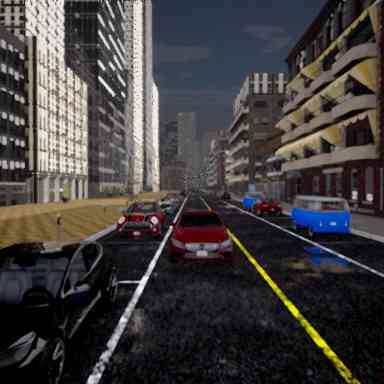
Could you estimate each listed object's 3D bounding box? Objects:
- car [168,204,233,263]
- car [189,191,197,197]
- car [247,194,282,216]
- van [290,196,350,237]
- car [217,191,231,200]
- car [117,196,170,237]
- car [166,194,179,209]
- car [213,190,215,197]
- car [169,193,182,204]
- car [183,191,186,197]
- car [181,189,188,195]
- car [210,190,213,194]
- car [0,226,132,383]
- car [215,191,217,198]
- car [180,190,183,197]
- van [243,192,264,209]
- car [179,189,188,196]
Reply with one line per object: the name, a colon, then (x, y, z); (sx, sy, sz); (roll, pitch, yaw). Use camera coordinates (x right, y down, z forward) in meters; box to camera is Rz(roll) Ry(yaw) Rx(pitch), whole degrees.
car: (0.266, 1.357, 11.351); (1.812, 1.442, 4.674); (0, 1, 0)
car: (0.356, 0.382, 81.683); (1.812, 1.442, 4.674); (0, 1, 0)
car: (6.043, 1.150, 27.122); (1.887, 1.381, 4.507); (0, 1, 0)
van: (6.043, 1.104, 16.075); (1.690, 1.788, 3.998); (0, 1, 0)
car: (6.043, 0.709, 60.257); (1.947, 1.339, 4.313); (0, 1, 0)
car: (-2.338, 1.201, 16.078); (1.967, 1.590, 4.097); (0, 1, 0)
car: (-2.338, 1.154, 27.122); (2.008, 1.369, 4.403); (0, 1, 0)
car: (6.041, 0.518, 71.471); (1.752, 1.417, 4.829); (0, 1, 0)
car: (-2.338, 1.076, 32.645); (2.008, 1.369, 4.403); (0, 1, 0)
car: (-2.338, 0.858, 49.213); (1.947, 1.339, 4.313); (0, 1, 0)
car: (-2.339, 0.414, 82.347); (1.947, 1.339, 4.313); (0, 1, 0)
car: (6.041, 0.395, 82.347); (1.887, 1.381, 4.507); (0, 1, 0)
car: (-2.337, 1.488, 5.034); (1.947, 1.339, 4.313); (0, 1, 0)
car: (6.042, 0.591, 65.948); (1.752, 1.417, 4.829); (0, 1, 0)
car: (-2.338, 0.887, 38.167); (1.967, 1.590, 4.097); (0, 1, 0)
van: (6.043, 0.868, 32.641); (1.690, 1.788, 3.998); (0, 1, 0)
car: (-2.340, 0.019, 93.388); (2.192, 1.841, 5.009); (0, 1, 0)
